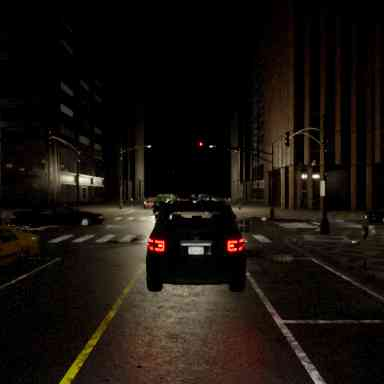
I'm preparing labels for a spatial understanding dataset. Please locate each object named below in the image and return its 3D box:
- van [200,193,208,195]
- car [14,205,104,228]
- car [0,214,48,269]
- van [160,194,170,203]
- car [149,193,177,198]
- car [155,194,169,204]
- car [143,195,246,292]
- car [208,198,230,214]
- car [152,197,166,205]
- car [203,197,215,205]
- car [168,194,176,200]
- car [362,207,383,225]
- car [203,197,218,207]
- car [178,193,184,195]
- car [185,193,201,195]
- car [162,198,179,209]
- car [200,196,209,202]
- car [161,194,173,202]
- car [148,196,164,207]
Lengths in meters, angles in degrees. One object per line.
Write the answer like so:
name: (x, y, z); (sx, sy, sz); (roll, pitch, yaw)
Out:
van: (2.907, 1.362, 69.232); (1.690, 1.788, 3.998); (0, 0, 0)
car: (-8.406, 1.525, 21.131); (5.357, 1.411, 2.033); (0, 0, -10)
car: (-5.743, 1.526, 8.632); (1.752, 1.417, 4.829); (0, 0, 0)
van: (-5.618, 1.363, 69.232); (1.690, 1.788, 3.998); (0, 0, 0)
car: (-2.996, 1.228, 36.619); (2.150, 2.045, 5.566); (0, 0, 0)
car: (-5.629, 1.333, 63.624); (2.192, 1.841, 5.009); (0, 0, 0)
car: (0.098, 1.222, 9.086); (2.150, 2.045, 5.566); (0, 0, 0)
car: (2.838, 1.446, 35.579); (1.967, 1.590, 4.097); (0, 0, 0)
car: (-5.641, 1.565, 58.014); (2.008, 1.369, 4.403); (0, 0, 0)
car: (2.884, 1.580, 58.014); (1.947, 1.339, 4.313); (0, 0, 0)
car: (-5.572, 1.482, 91.671); (1.967, 1.590, 4.097); (0, 0, 0)
car: (14.853, 1.568, 23.832); (4.892, 1.490, 1.837); (0, 0, 0)
car: (2.872, 1.562, 52.405); (2.008, 1.369, 4.403); (0, 0, 0)
car: (-2.913, 1.366, 56.369); (2.097, 1.767, 4.553); (0, 0, 1)
car: (0.136, 1.511, 65.844); (2.128, 1.511, 4.902); (0, 0, 0)
car: (-2.935, 1.573, 46.491); (1.994, 1.385, 4.181); (0, 0, 1)
car: (2.930, 1.597, 80.450); (1.947, 1.339, 4.313); (0, 0, 0)
car: (-5.606, 1.341, 74.843); (2.192, 1.841, 5.009); (0, 0, 0)
car: (-5.653, 1.452, 52.405); (1.967, 1.590, 4.097); (0, 0, 0)
